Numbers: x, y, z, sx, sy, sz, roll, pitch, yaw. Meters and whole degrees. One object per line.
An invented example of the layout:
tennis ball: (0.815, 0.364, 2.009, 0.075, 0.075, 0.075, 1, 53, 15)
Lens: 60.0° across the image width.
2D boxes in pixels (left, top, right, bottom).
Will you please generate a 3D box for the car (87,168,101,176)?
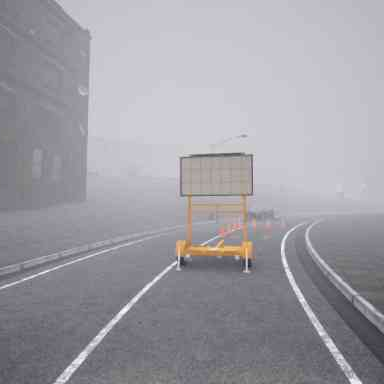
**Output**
car: (-16.329, -2.840, 50.923, 4.553, 1.767, 2.185, 2, -5, -33)

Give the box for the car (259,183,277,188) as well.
car: (15.604, -1.074, 72.875, 4.792, 1.488, 2.163, 3, -6, -38)

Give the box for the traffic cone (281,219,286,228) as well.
traffic cone: (6.253, 2.136, 22.862, 0.340, 0.580, 0.340, -2, -1, 17)

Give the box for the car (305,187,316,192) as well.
car: (28.275, -0.376, 83.539, 4.553, 1.767, 2.185, 4, -6, -41)

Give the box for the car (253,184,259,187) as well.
car: (11.078, -1.501, 69.387, 4.553, 1.767, 2.185, 3, -6, -36)

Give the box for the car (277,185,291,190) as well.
car: (19.901, -0.794, 76.328, 4.674, 1.452, 2.002, 4, -6, -39)

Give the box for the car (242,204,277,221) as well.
car: (6.488, 1.930, 31.779, 1.882, 1.535, 5.008, -3, -3, 34)

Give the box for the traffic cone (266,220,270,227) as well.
traffic cone: (5.299, 2.165, 23.152, 0.340, 0.580, 0.340, -2, -1, 17)

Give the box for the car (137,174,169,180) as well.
car: (-7.134, -2.324, 56.832, 4.892, 1.521, 2.231, 2, -5, -33)

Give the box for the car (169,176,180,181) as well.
car: (-2.500, -2.114, 59.824, 4.892, 1.521, 2.231, 3, -5, -33)

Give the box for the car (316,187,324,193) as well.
car: (32.415, -0.165, 87.321, 5.566, 2.045, 2.435, 5, -6, -42)

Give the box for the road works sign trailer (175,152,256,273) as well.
road works sign trailer: (0.841, 0.530, 11.035, 2.380, 3.560, 2.880, -1, -1, 12)

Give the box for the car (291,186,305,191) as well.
car: (24.047, -0.560, 79.814, 4.892, 1.521, 2.231, 4, -6, -40)
